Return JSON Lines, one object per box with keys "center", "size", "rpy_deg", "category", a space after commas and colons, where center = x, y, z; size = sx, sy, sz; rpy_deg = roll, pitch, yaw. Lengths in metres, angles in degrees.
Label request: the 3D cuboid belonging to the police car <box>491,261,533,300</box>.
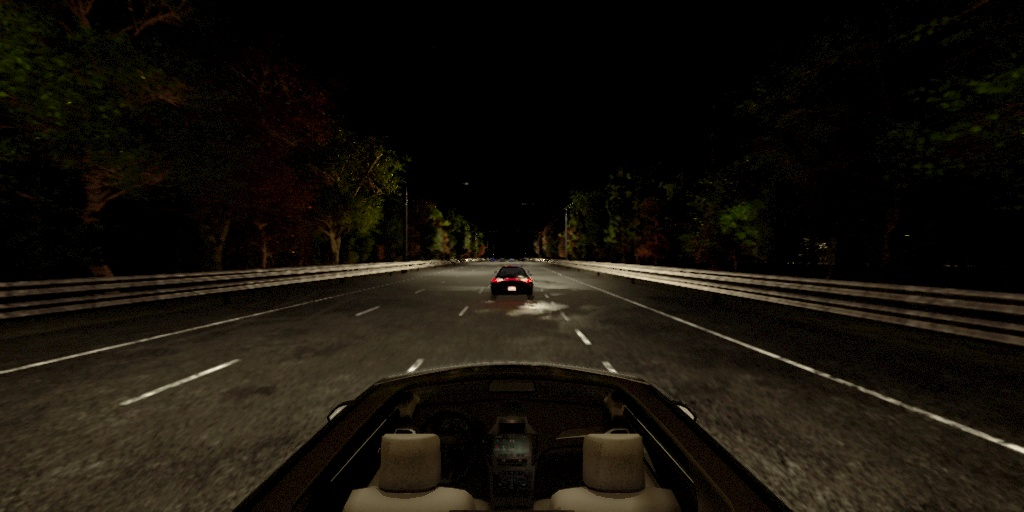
{"center": [-0.002, 1.236, 18.027], "size": [2.038, 1.542, 4.974], "rpy_deg": [0, 0, 0], "category": "police car"}
